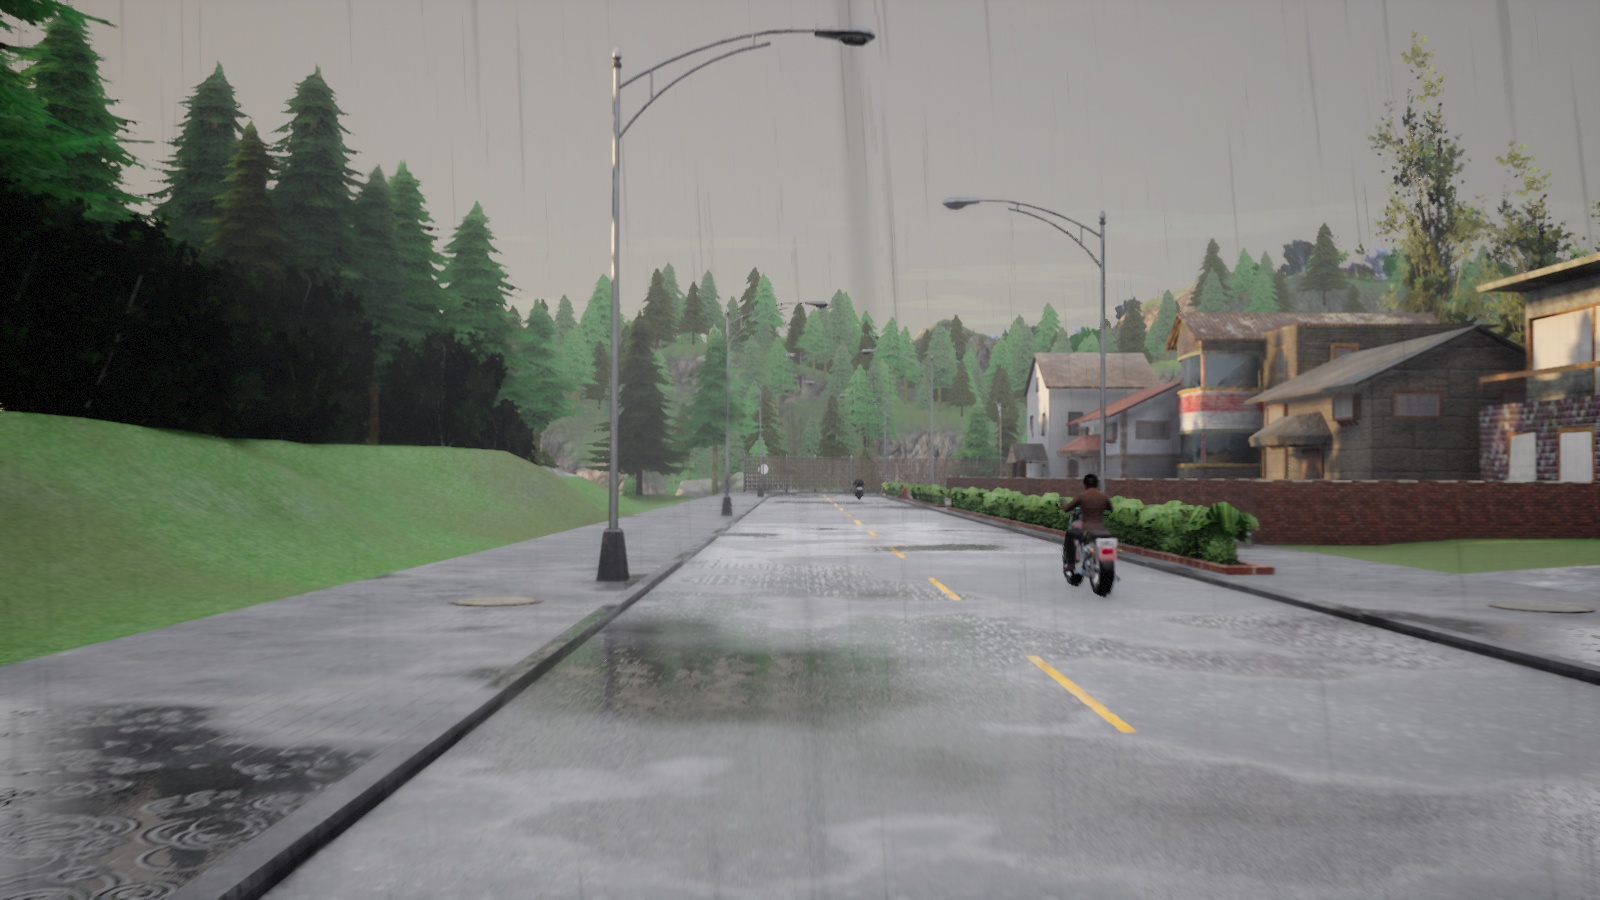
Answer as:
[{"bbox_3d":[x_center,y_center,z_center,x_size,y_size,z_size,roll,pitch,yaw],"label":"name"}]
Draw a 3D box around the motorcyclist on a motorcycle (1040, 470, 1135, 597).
[{"bbox_3d":[3.957,1.116,17.493,0.766,1.649,2.350,0,-1,0],"label":"motorcyclist on a motorcycle"}]
